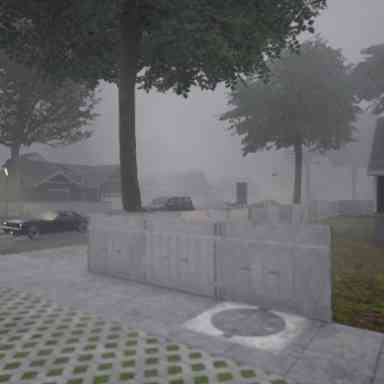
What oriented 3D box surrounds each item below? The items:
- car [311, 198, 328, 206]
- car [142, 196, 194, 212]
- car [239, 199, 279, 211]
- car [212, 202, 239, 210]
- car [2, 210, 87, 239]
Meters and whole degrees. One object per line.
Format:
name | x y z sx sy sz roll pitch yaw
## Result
car | 20.585 1.792 53.612 1.837 1.490 4.892 0 0 35
car | -2.016 1.357 26.336 2.150 2.045 5.566 0 0 35
car | 6.972 1.762 34.093 1.994 1.385 4.181 0 0 35
car | 3.757 1.738 34.633 1.994 1.385 4.181 0 0 34
car | -7.654 1.698 18.284 1.895 1.301 4.718 0 0 35
